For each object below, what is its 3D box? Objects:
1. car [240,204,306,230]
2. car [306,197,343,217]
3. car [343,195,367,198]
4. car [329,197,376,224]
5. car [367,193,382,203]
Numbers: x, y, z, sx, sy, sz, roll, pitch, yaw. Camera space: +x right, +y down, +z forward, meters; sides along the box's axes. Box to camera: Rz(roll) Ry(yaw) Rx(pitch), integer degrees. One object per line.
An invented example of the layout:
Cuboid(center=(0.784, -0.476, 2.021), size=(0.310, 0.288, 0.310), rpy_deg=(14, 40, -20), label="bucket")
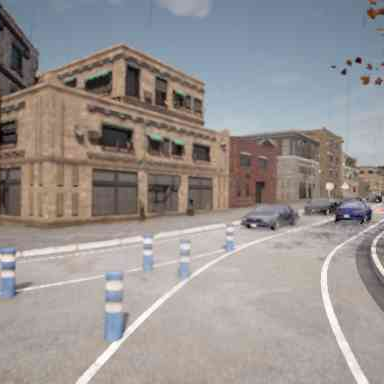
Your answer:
Cuboid(center=(4.999, 1.433, 20.592), size=(2.033, 1.411, 5.357), rpy_deg=(0, 1, 37), label="car")
Cuboid(center=(11.388, 1.223, 29.138), size=(1.882, 1.535, 5.008), rpy_deg=(0, 1, 37), label="car")
Cuboid(center=(18.409, 1.023, 38.513), size=(1.994, 1.385, 4.181), rpy_deg=(0, -4, 37), label="car")
Cuboid(center=(11.337, 1.360, 23.293), size=(1.812, 1.442, 4.674), rpy_deg=(0, 1, 36), label="car")
Cuboid(center=(27.925, 0.876, 51.084), size=(1.837, 1.490, 4.892), rpy_deg=(0, 1, 37), label="car")
